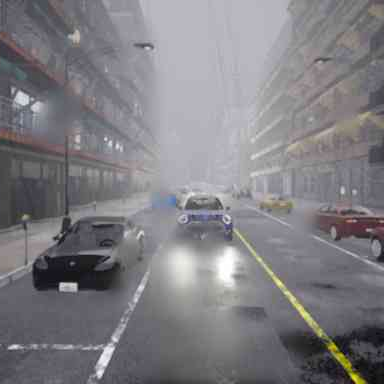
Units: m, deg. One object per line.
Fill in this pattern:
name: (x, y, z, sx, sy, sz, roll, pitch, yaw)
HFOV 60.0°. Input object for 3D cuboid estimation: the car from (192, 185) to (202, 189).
car: (1.015, -0.719, 67.782, 2.097, 1.767, 4.553, 0, 2, 1)

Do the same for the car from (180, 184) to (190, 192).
car: (-1.580, -0.921, 76.290, 1.967, 1.590, 4.097, 1, 2, 1)

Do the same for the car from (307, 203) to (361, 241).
car: (6.191, 1.123, 13.799, 1.887, 1.381, 4.507, 1, 2, 1)

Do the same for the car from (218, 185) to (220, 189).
car: (6.688, -0.453, 64.810, 1.887, 1.381, 4.507, 1, 2, 1)

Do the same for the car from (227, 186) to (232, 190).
car: (6.523, 0.114, 47.810, 1.802, 1.307, 4.206, 1, 2, 1)

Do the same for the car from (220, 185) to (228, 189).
car: (6.634, -0.380, 59.138, 1.967, 1.590, 4.097, 1, 2, 1)

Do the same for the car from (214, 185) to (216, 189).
car: (6.798, -0.802, 76.146, 2.008, 1.369, 4.403, 1, 2, 1)

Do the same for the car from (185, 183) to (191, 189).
car: (-1.693, -0.475, 64.786, 1.752, 1.417, 4.829, 1, 2, 1)

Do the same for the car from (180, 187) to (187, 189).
car: (-1.967, 0.426, 36.615, 2.008, 1.369, 4.403, 1, 2, 1)

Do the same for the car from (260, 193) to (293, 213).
car: (6.303, 0.753, 25.305, 1.752, 1.417, 4.829, 1, 2, 1)

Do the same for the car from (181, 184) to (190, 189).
car: (-1.747, -0.263, 59.289, 1.947, 1.339, 4.313, 1, 2, 1)

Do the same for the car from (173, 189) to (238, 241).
car: (0.490, 0.926, 13.891, 2.097, 1.767, 4.553, 0, 2, 1)

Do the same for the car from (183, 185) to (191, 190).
car: (-1.415, -1.346, 93.296, 2.008, 1.369, 4.403, 1, 2, 1)

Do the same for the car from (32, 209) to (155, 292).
car: (-2.244, 1.309, 8.273, 1.947, 1.339, 4.313, 1, 2, 1)

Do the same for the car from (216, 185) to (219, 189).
car: (6.742, -0.624, 70.478, 2.008, 1.369, 4.403, 1, 2, 1)

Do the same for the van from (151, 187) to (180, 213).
van: (-2.075, 0.565, 25.272, 1.690, 1.788, 3.998, 1, 2, 1)

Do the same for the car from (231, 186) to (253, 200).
car: (6.468, 0.148, 42.136, 1.967, 1.590, 4.097, 1, 2, 1)

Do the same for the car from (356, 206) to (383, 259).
car: (6.136, 1.296, 8.132, 1.887, 1.381, 4.507, 1, 2, 1)
